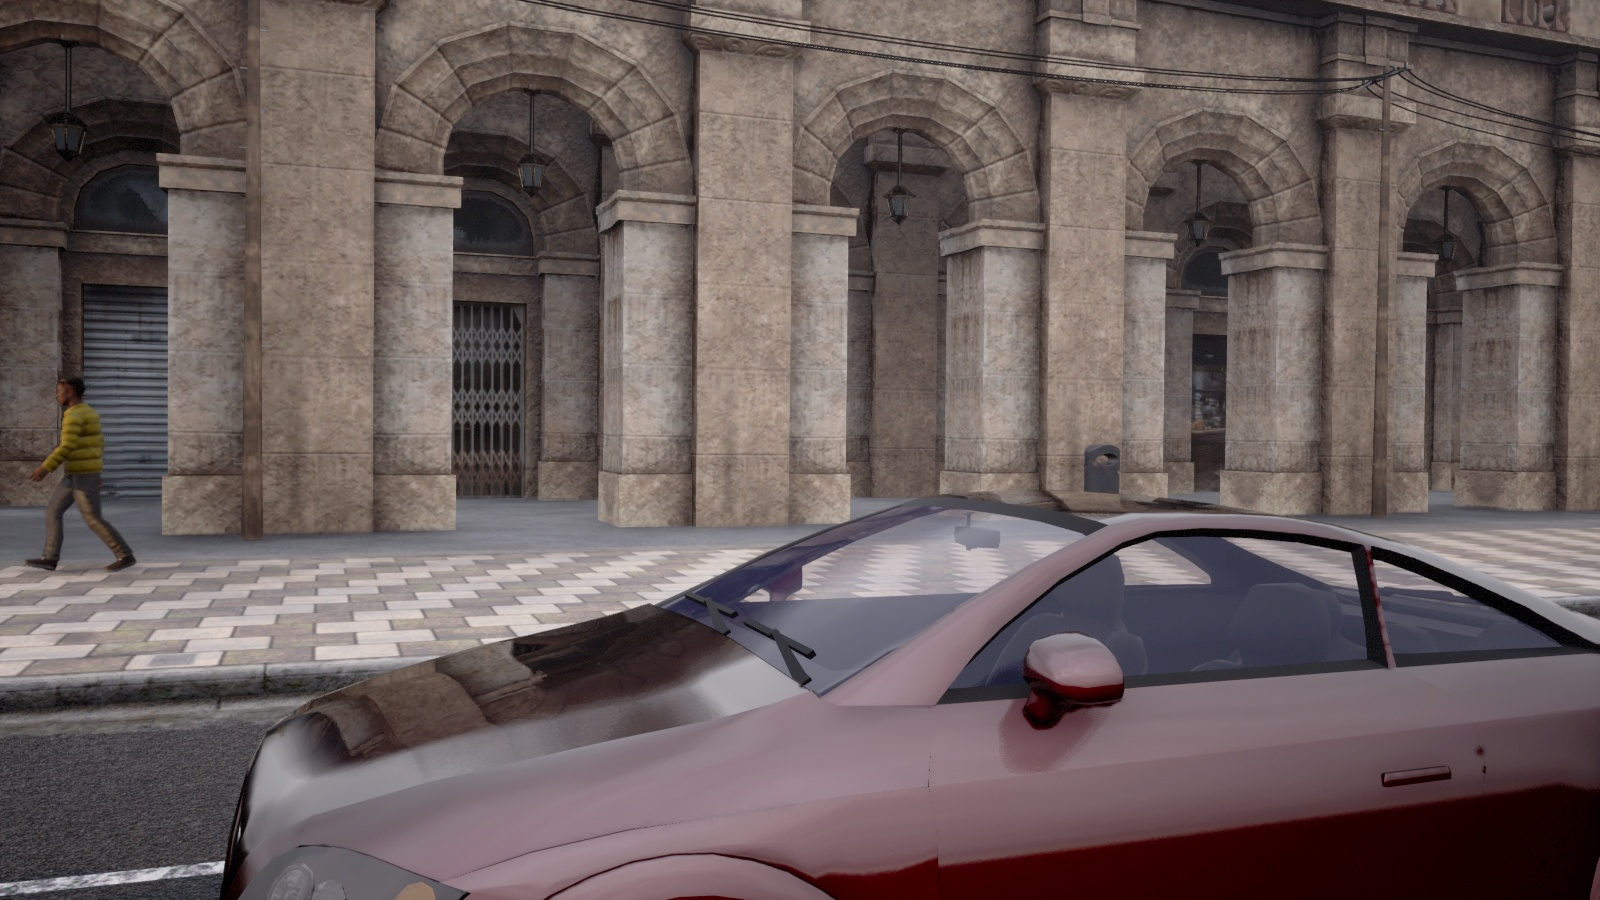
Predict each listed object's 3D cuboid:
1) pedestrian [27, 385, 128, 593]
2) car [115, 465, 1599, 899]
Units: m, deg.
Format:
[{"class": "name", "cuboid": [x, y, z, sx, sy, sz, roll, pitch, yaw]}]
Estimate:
[{"class": "pedestrian", "cuboid": [-6.578, 0.339, 11.462, 0.709, 1.840, 0.431, -1, 1, -21]}, {"class": "car", "cuboid": [0.623, 0.799, 3.482, 4.181, 1.385, 1.994, -1, 1, -21]}]
